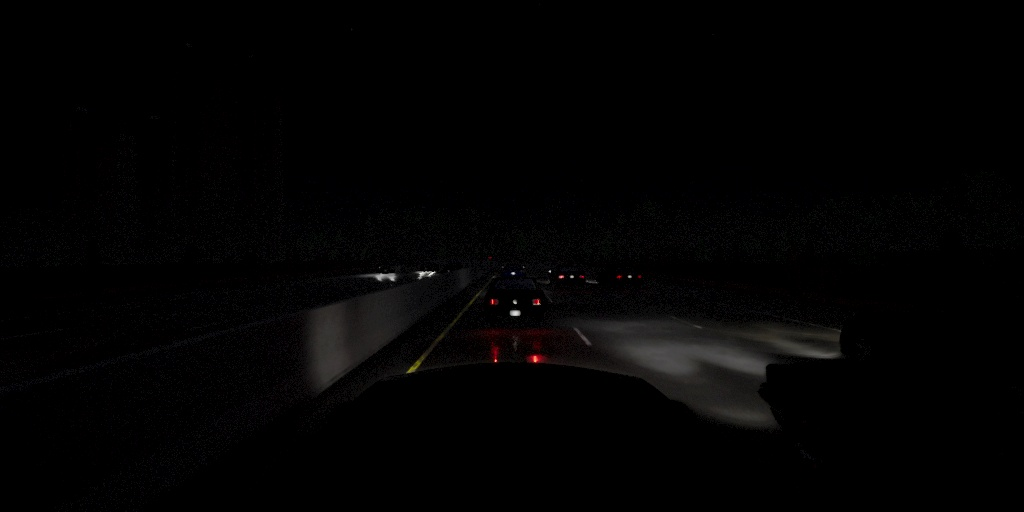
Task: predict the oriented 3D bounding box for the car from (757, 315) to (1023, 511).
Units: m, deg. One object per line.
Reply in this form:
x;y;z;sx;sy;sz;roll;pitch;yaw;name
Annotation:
3.600;1.351;1.733;1.895;1.301;4.718;0;0;0;car

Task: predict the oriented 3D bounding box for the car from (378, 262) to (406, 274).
-14.098;1.359;42.193;1.895;1.301;4.718;0;0;0;car

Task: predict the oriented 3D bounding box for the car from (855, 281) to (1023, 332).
7.100;1.102;4.713;2.097;1.767;4.553;0;0;0;car

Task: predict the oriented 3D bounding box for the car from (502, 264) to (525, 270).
0.092;1.315;29.744;1.994;1.385;4.181;0;0;0;car

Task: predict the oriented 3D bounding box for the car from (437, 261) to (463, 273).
-7.098;1.307;43.044;2.033;1.411;5.357;0;0;0;car

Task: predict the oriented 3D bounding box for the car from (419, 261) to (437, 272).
-10.590;1.328;46.124;1.994;1.385;4.181;0;0;0;car

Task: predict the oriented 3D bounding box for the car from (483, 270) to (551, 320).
0.097;1.351;12.519;1.895;1.301;4.718;0;0;0;car

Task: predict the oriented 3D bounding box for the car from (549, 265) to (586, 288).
3.594;1.298;24.018;2.033;1.411;5.357;0;0;0;car

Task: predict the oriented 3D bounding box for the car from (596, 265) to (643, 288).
7.094;1.298;24.115;2.033;1.411;5.357;0;0;0;car
